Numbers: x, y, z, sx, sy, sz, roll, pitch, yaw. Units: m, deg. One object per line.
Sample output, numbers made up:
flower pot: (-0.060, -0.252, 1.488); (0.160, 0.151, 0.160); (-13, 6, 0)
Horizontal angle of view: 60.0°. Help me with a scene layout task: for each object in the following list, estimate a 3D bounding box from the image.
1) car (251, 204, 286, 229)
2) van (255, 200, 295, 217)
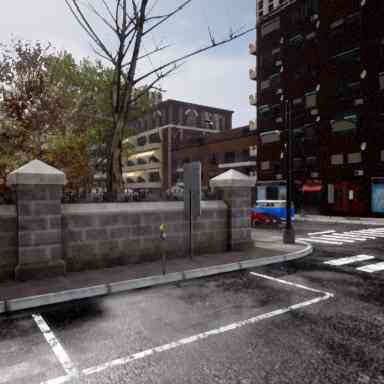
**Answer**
car: (4.459, 1.833, 24.268); (1.994, 1.385, 4.181); (0, -1, -36)
van: (7.312, 1.642, 30.184); (1.690, 1.788, 3.998); (-1, 0, -36)
